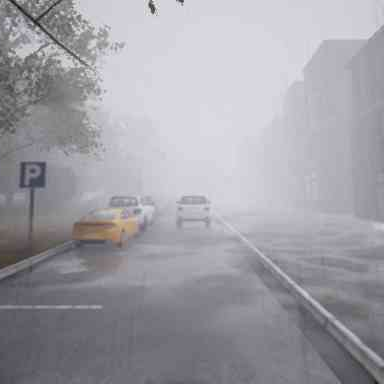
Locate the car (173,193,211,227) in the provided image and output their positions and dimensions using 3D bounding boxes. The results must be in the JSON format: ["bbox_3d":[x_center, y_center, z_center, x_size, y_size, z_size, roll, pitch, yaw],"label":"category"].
[{"bbox_3d":[0.103,1.198,22.808,2.150,2.045,5.566,0,0,0],"label":"car"}]

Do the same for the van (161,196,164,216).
[{"bbox_3d":[-3.645,1.231,26.202,1.878,1.987,4.442,0,0,2],"label":"van"}]

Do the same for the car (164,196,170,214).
[{"bbox_3d":[-3.641,1.451,31.840,1.946,1.575,5.366,0,0,2],"label":"car"}]

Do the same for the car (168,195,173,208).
[{"bbox_3d":[-3.648,1.452,37.220,2.097,1.535,5.008,0,0,2],"label":"car"}]

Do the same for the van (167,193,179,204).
[{"bbox_3d":[-3.640,1.228,65.195,1.878,1.987,4.442,0,0,2],"label":"van"}]

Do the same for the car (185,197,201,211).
[{"bbox_3d":[0.107,1.477,41.670,1.837,1.490,4.892,0,0,0],"label":"car"}]

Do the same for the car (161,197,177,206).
[{"bbox_3d":[-3.645,1.493,53.934,2.002,1.452,4.674,0,0,2],"label":"car"}]

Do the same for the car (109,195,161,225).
[{"bbox_3d":[-3.650,1.210,20.544,2.435,2.045,5.566,0,0,2],"label":"car"}]

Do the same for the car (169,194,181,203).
[{"bbox_3d":[-3.644,1.328,70.618,2.185,1.767,4.553,0,0,2],"label":"car"}]

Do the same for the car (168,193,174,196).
[{"bbox_3d":[-3.647,1.326,48.335,2.185,1.767,4.553,0,0,2],"label":"car"}]

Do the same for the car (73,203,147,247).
[{"bbox_3d":[-3.651,1.467,14.939,2.097,1.535,5.008,0,0,2],"label":"car"}]

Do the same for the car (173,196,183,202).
[{"bbox_3d":[-3.623,1.751,87.353,2.163,1.488,4.792,1,-2,2],"label":"car"}]
